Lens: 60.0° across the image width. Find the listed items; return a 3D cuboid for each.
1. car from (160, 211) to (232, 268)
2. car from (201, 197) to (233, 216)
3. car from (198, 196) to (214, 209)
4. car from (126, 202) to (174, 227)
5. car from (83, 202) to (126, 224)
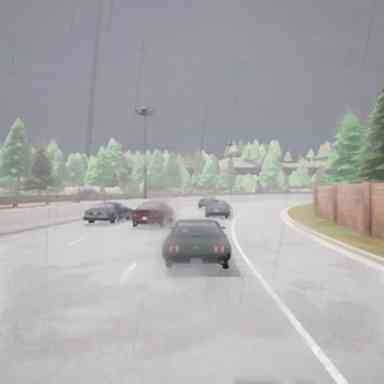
[{"bbox_3d":[0.192,1.541,11.062,1.895,1.301,4.718,0,0,2],"label":"car"},{"bbox_3d":[2.344,1.412,28.276,1.994,1.385,4.181,0,0,12],"label":"car"},{"bbox_3d":[2.219,1.274,40.439,2.128,1.511,4.902,0,0,19],"label":"car"},{"bbox_3d":[-2.416,1.361,21.643,1.882,1.535,5.008,0,0,7],"label":"car"},{"bbox_3d":[-5.735,1.421,23.507,2.033,1.411,5.357,0,0,9],"label":"car"}]
